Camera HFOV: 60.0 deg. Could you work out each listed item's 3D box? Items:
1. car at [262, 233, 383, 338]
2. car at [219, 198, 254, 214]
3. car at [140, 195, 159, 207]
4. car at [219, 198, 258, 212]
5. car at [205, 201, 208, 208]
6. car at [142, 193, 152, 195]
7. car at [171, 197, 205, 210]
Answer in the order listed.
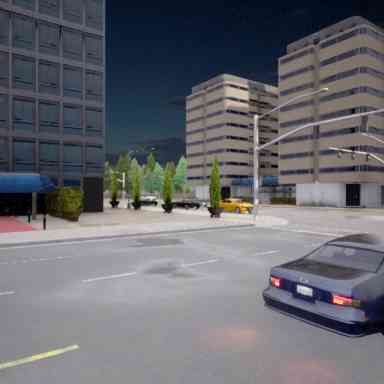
[{"bbox_3d":[3.768,1.547,6.510,5.357,1.411,2.033,0,0,-35],"label":"car"},{"bbox_3d":[4.509,1.478,36.001,1.882,1.535,5.008,0,0,-35],"label":"car"},{"bbox_3d":[-7.133,1.601,52.630,1.895,1.301,4.718,0,0,-35],"label":"car"},{"bbox_3d":[5.608,1.505,40.535,1.837,1.490,4.892,0,0,-35],"label":"car"},{"bbox_3d":[0.295,1.491,48.119,2.128,1.511,4.902,0,0,-35],"label":"car"},{"bbox_3d":[-8.276,1.222,60.404,2.150,2.045,5.566,0,0,-35],"label":"car"},{"bbox_3d":[-0.852,1.601,43.655,1.895,1.301,4.718,0,0,-35],"label":"car"}]
